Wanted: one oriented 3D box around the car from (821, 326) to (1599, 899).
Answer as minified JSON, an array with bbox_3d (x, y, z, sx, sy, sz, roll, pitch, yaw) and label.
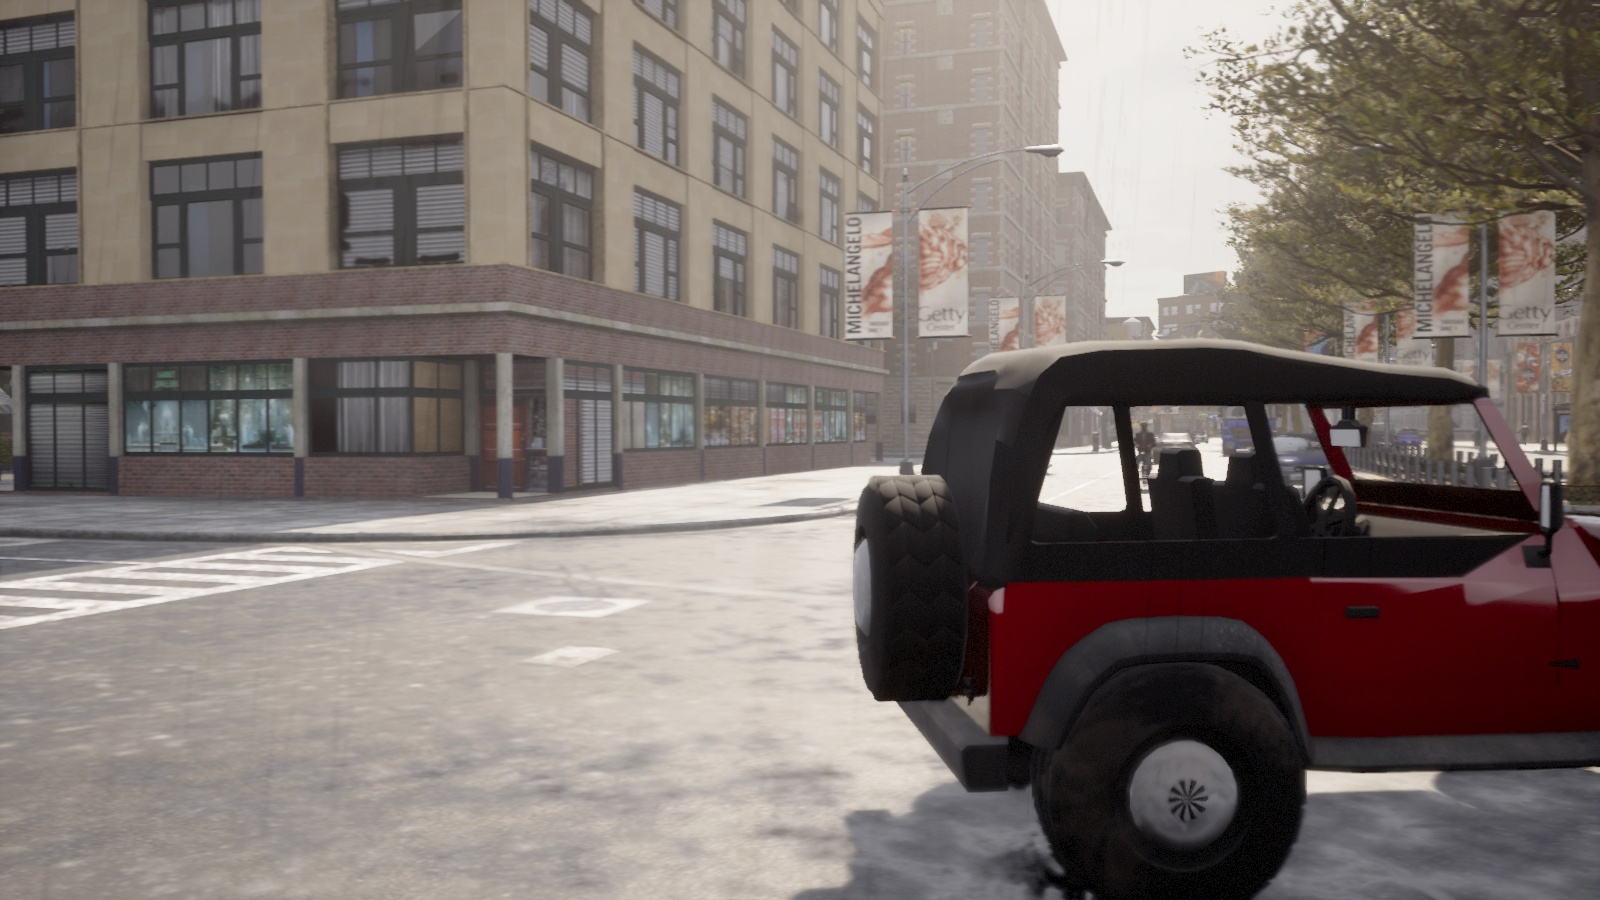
[{"bbox_3d":[2.122,0.551,4.968,3.866,1.878,1.905,0,1,-6],"label":"car"}]
